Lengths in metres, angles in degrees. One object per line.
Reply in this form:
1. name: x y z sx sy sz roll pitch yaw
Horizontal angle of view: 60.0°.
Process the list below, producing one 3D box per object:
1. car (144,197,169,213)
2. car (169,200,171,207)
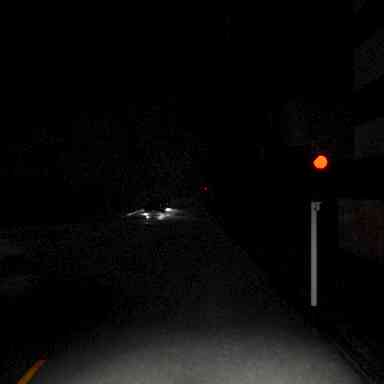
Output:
1. car: -4.107 1.352 37.633 2.097 1.767 4.553 0 0 0
2. car: -4.090 1.601 47.714 1.895 1.301 4.718 0 0 0
